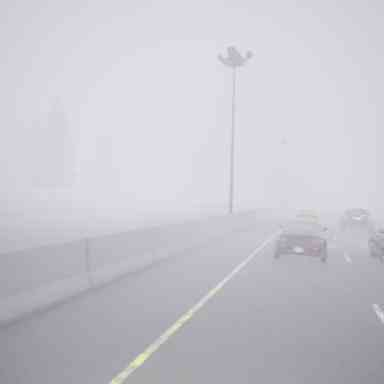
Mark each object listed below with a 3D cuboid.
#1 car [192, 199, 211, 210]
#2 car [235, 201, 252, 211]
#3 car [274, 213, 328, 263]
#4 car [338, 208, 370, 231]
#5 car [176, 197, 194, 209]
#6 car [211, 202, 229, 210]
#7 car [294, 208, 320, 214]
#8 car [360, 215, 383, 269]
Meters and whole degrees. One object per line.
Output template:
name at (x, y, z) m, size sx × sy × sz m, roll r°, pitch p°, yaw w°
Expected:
car at (2.250, 2.328, 59.326) m, size 1.837 × 1.490 × 4.892 m, roll 1°, pitch -1°, yaw 20°
car at (8.879, 2.326, 57.103) m, size 2.097 × 1.767 × 4.553 m, roll 1°, pitch -1°, yaw 20°
car at (4.421, 1.819, 13.427) m, size 1.812 × 1.442 × 4.674 m, roll 1°, pitch -1°, yaw 20°
car at (12.545, 2.022, 25.660) m, size 2.097 × 1.767 × 4.553 m, roll 1°, pitch -1°, yaw 20°
car at (-1.053, 1.969, 60.438) m, size 2.150 × 2.045 × 5.566 m, roll 1°, pitch -1°, yaw 21°
car at (5.552, 2.445, 58.158) m, size 2.033 × 1.411 × 5.357 m, roll 1°, pitch -1°, yaw 21°
car at (9.691, 2.101, 28.046) m, size 1.882 × 1.535 × 5.008 m, roll 1°, pitch 0°, yaw 20°
car at (7.492, 1.846, 11.637) m, size 2.128 × 1.511 × 4.902 m, roll 1°, pitch -1°, yaw 20°
